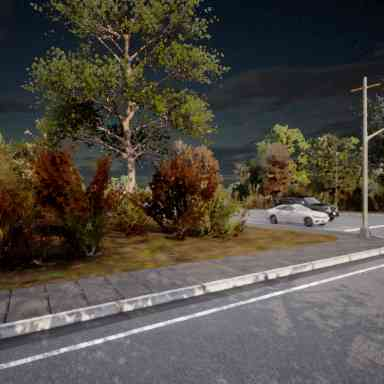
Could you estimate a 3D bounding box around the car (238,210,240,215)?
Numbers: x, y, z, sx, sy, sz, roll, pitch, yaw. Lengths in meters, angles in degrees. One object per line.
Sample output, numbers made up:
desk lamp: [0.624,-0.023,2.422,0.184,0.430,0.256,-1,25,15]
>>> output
car: [2.819,1.588,34.508,2.097,1.767,4.553,0,-1,-42]

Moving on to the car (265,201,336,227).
car: [7.365,1.599,23.641,1.812,1.442,4.674,0,-1,-38]

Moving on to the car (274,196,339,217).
car: [9.049,1.315,27.235,2.150,2.045,5.566,0,-1,-37]
